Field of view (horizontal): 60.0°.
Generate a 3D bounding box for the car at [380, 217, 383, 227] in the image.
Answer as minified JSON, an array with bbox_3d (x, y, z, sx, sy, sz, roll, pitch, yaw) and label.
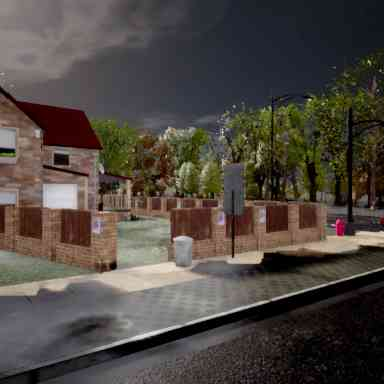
[{"bbox_3d":[11.729,1.580,16.022,1.895,1.301,4.718,0,0,-18],"label":"car"}]
